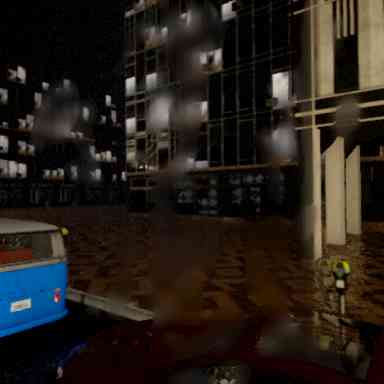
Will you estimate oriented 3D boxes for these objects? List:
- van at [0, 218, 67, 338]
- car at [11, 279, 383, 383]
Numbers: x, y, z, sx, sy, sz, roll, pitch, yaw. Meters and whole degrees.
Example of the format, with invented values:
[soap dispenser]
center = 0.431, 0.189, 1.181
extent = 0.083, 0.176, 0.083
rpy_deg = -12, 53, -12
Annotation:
[van]
center = -3.839, 1.302, 5.629
extent = 3.998, 1.788, 1.690
rpy_deg = 0, -1, 35
[car]
center = 0.677, 1.578, 2.409
extent = 4.206, 1.307, 1.802
rpy_deg = 0, -1, 35
